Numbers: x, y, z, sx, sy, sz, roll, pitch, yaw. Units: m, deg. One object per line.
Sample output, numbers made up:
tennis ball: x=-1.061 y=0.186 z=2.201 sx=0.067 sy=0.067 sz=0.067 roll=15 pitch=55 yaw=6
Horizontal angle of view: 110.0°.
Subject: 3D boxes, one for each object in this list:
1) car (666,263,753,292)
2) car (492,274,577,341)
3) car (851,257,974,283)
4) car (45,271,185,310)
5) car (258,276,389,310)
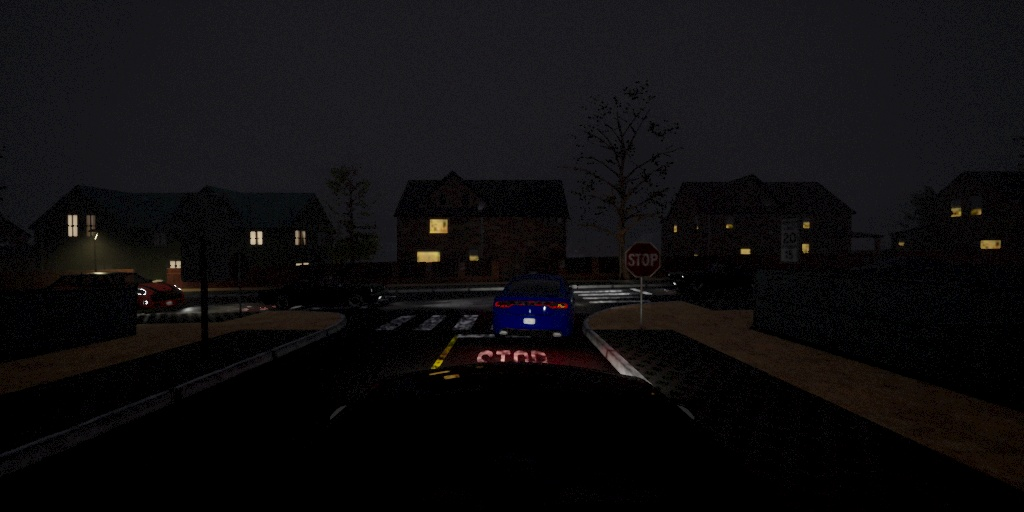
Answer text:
car: x=10.407 y=1.032 z=18.152 sx=4.718 sy=1.301 sz=1.895 roll=-1 pitch=1 yaw=-1
car: x=0.784 y=1.225 z=10.015 sx=1.882 sy=1.535 sz=5.008 roll=0 pitch=0 yaw=10
car: x=20.052 y=0.751 z=18.190 sx=5.357 sy=1.411 sz=2.033 roll=-1 pitch=1 yaw=0
car: x=-16.802 y=1.470 z=15.212 sx=4.553 sy=1.767 sz=2.097 roll=-1 pitch=1 yaw=0
car: x=-7.814 y=1.504 z=15.222 sx=4.718 sy=1.301 sz=1.895 roll=-1 pitch=1 yaw=0
